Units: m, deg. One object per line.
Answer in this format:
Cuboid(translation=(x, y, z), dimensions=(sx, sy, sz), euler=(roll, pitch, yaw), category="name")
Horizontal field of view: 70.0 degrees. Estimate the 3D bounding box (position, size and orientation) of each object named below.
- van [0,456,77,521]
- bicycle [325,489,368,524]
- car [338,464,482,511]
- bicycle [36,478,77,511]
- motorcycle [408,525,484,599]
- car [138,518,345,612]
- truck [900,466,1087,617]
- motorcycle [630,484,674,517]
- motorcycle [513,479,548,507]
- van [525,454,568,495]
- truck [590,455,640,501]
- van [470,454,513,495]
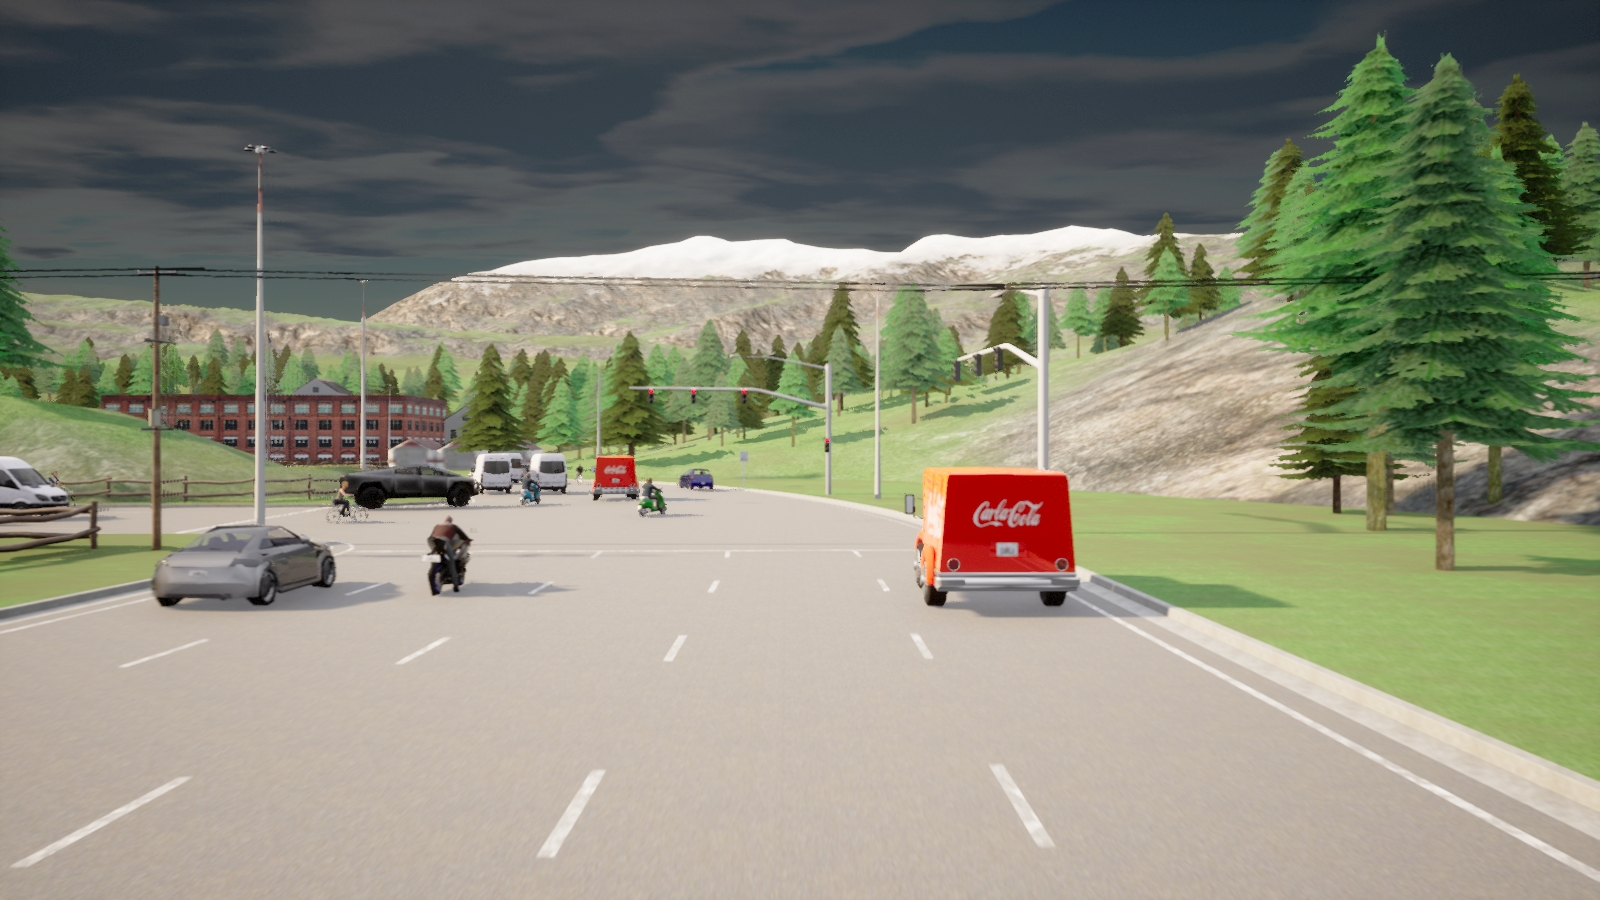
Cuboid(translation=(-32.727, 1.534, 46.047), dimensions=(5.915, 2.561, 1.988), euler=(0, 0, -1), category="van")
Cuboid(translation=(-17.326, 2.158, 43.708), dimensions=(1.487, 1.276, 0.859), euler=(0, 0, -18), category="bicycle")
Cuboid(translation=(-18.760, 1.754, 55.058), dimensions=(6.274, 2.098, 2.390), euler=(0, 0, -29), category="car")
Cuboid(translation=(-34.487, 2.056, 53.034), dimensions=(1.643, 1.496, 0.373), euler=(0, 0, -1), category="bicycle")
Cuboid(translation=(-7.055, 2.205, 22.883), dimensions=(0.867, 1.251, 2.209), euler=(0, 0, -1), category="motorcycle")
Cuboid(translation=(-10.533, 2.119, 21.952), dimensions=(1.994, 1.385, 4.181), euler=(0, 0, -1), category="car")
Cuboid(translation=(3.469, 1.568, 21.765), dimensions=(2.627, 2.467, 5.204), euler=(0, 0, -1), category="truck")
Cuboid(translation=(-6.263, 2.142, 48.512), dimensions=(0.856, 1.316, 1.805), euler=(-3, -2, 33), category="motorcycle")
Cuboid(translation=(-13.552, 2.142, 57.481), dimensions=(0.856, 1.316, 1.805), euler=(-4, -1, 19), category="motorcycle")
Cuboid(translation=(-16.741, 1.535, 75.204), dimensions=(1.988, 2.561, 5.915), euler=(0, 0, -20), category="van")
Cuboid(translation=(-10.647, 1.573, 65.461), dimensions=(2.627, 2.467, 5.204), euler=(0, 0, -11), category="truck")
Cuboid(translation=(-20.176, 1.535, 74.564), dimensions=(1.988, 2.561, 5.915), euler=(0, 0, -22), category="van")
